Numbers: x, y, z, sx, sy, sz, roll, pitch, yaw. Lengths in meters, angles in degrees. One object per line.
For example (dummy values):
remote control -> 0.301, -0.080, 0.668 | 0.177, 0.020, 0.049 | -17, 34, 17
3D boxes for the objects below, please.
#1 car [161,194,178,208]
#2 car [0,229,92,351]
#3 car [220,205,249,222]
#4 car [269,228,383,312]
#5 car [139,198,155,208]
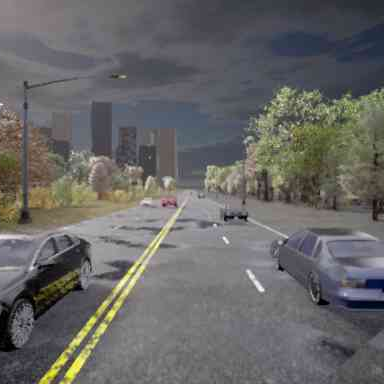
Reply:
car -> -3.327, 1.294, 49.986 | 2.150, 2.045, 5.566 | 0, 0, 0
car -> -3.351, 1.522, 6.296 | 2.128, 1.511, 4.902 | 0, 0, 0
car -> 3.345, 1.684, 27.381 | 1.895, 1.301, 4.718 | 0, 0, 0
car -> 3.349, 1.583, 8.070 | 2.033, 1.411, 5.357 | 0, 0, 0
car -> -6.579, 1.597, 49.668 | 1.812, 1.442, 4.674 | 0, 0, 0
